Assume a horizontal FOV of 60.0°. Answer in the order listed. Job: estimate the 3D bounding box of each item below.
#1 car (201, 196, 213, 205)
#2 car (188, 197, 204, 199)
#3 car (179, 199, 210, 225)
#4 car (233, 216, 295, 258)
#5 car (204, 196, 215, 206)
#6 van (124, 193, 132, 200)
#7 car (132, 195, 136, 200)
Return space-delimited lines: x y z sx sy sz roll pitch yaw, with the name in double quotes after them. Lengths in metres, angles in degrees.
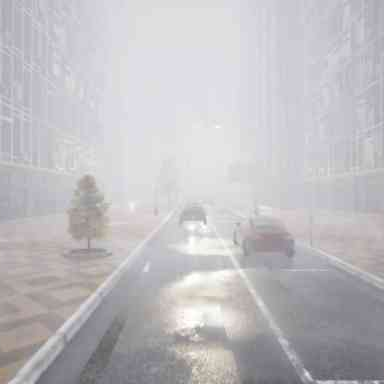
2.501 1.432 56.903 1.802 1.307 4.206 1 0 0 "car"
0.045 1.432 41.168 2.033 1.411 5.357 0 0 0 "car"
0.068 1.454 23.474 1.812 1.442 4.674 0 0 0 "car"
2.561 1.543 12.363 1.802 1.307 4.206 1 0 0 "car"
2.511 1.302 51.335 1.967 1.590 4.097 1 0 0 "car"
-17.941 1.217 83.850 3.998 1.788 1.690 0 -1 13 "van"
-17.575 1.549 92.018 4.403 1.369 2.008 0 -1 14 "car"
